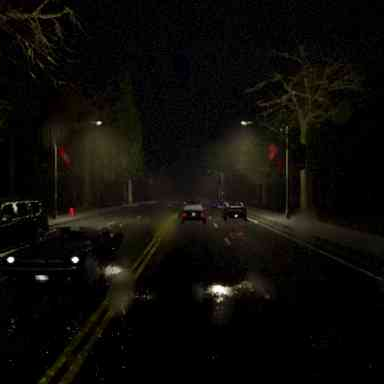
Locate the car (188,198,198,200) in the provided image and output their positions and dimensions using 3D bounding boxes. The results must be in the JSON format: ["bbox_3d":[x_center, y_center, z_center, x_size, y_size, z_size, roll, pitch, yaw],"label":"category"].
[{"bbox_3d":[0.096,1.611,43.372,1.837,1.490,4.892,0,0,0],"label":"car"}]

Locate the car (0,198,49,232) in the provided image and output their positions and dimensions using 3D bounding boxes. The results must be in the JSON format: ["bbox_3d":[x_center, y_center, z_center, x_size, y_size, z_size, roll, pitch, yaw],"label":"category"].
[{"bbox_3d":[-6.583,1.224,10.652,2.150,2.045,5.566,0,0,0],"label":"car"}]

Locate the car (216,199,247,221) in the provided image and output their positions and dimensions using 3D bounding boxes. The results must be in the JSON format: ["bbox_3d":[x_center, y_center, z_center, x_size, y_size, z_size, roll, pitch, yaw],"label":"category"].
[{"bbox_3d":[3.348,1.549,27.581,1.837,1.490,4.892,0,0,0],"label":"car"}]

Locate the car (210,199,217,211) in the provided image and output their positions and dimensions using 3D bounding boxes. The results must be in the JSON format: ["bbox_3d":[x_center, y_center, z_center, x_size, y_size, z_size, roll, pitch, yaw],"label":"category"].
[{"bbox_3d":[3.349,1.632,43.196,1.812,1.442,4.674,0,0,0],"label":"car"}]

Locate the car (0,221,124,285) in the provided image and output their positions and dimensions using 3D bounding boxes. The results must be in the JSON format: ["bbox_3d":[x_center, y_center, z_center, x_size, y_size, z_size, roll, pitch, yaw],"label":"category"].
[{"bbox_3d":[-3.337,1.603,9.605,1.895,1.301,4.718,0,0,0],"label":"car"}]

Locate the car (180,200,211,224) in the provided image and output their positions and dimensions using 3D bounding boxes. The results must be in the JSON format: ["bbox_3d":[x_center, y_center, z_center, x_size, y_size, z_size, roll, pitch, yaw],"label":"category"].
[{"bbox_3d":[0.101,1.583,25.205,2.033,1.411,5.357,0,0,0],"label":"car"}]
